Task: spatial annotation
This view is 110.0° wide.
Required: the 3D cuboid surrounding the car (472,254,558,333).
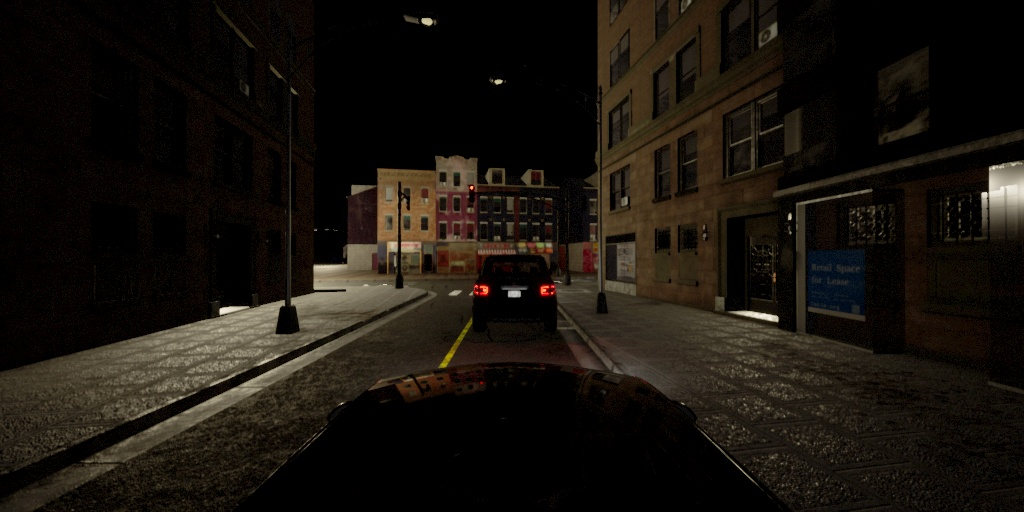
[{"bbox_3d":[0.096,0.971,10.940,2.150,2.045,5.566,0,0,1],"label":"car"}]
